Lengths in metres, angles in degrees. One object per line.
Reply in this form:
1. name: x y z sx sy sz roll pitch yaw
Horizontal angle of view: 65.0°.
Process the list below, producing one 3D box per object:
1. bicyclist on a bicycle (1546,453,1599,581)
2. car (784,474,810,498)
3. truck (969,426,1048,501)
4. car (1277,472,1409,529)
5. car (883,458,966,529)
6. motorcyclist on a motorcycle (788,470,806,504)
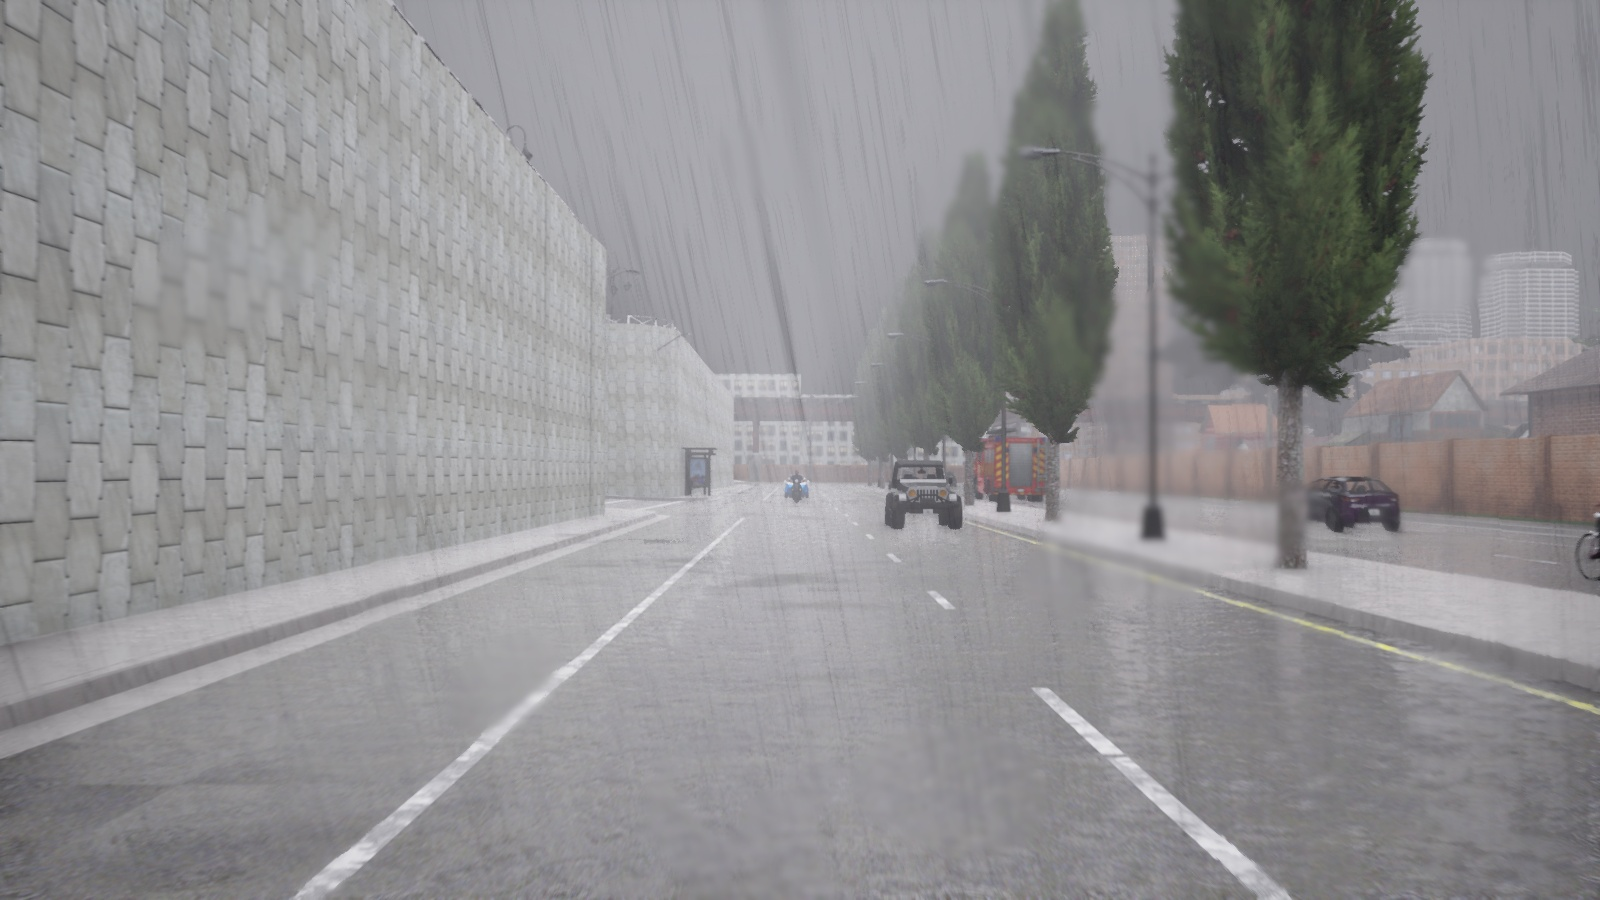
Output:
1. bicyclist on a bicycle: 11.456 0.937 17.775 0.659 1.776 1.843 0 -1 0
2. car: -0.175 2.084 72.525 1.481 1.376 2.207 0 -1 0
3. truck: 11.328 0.759 68.941 2.891 3.827 8.468 0 -1 0
4. car: 14.915 1.350 34.725 1.816 1.474 4.193 0 -1 0
5. car: 3.414 1.185 35.119 1.905 1.878 3.866 0 -1 0
6. motorcyclist on a motorcycle: -0.147 1.764 60.316 0.866 1.590 1.817 0 -1 0
